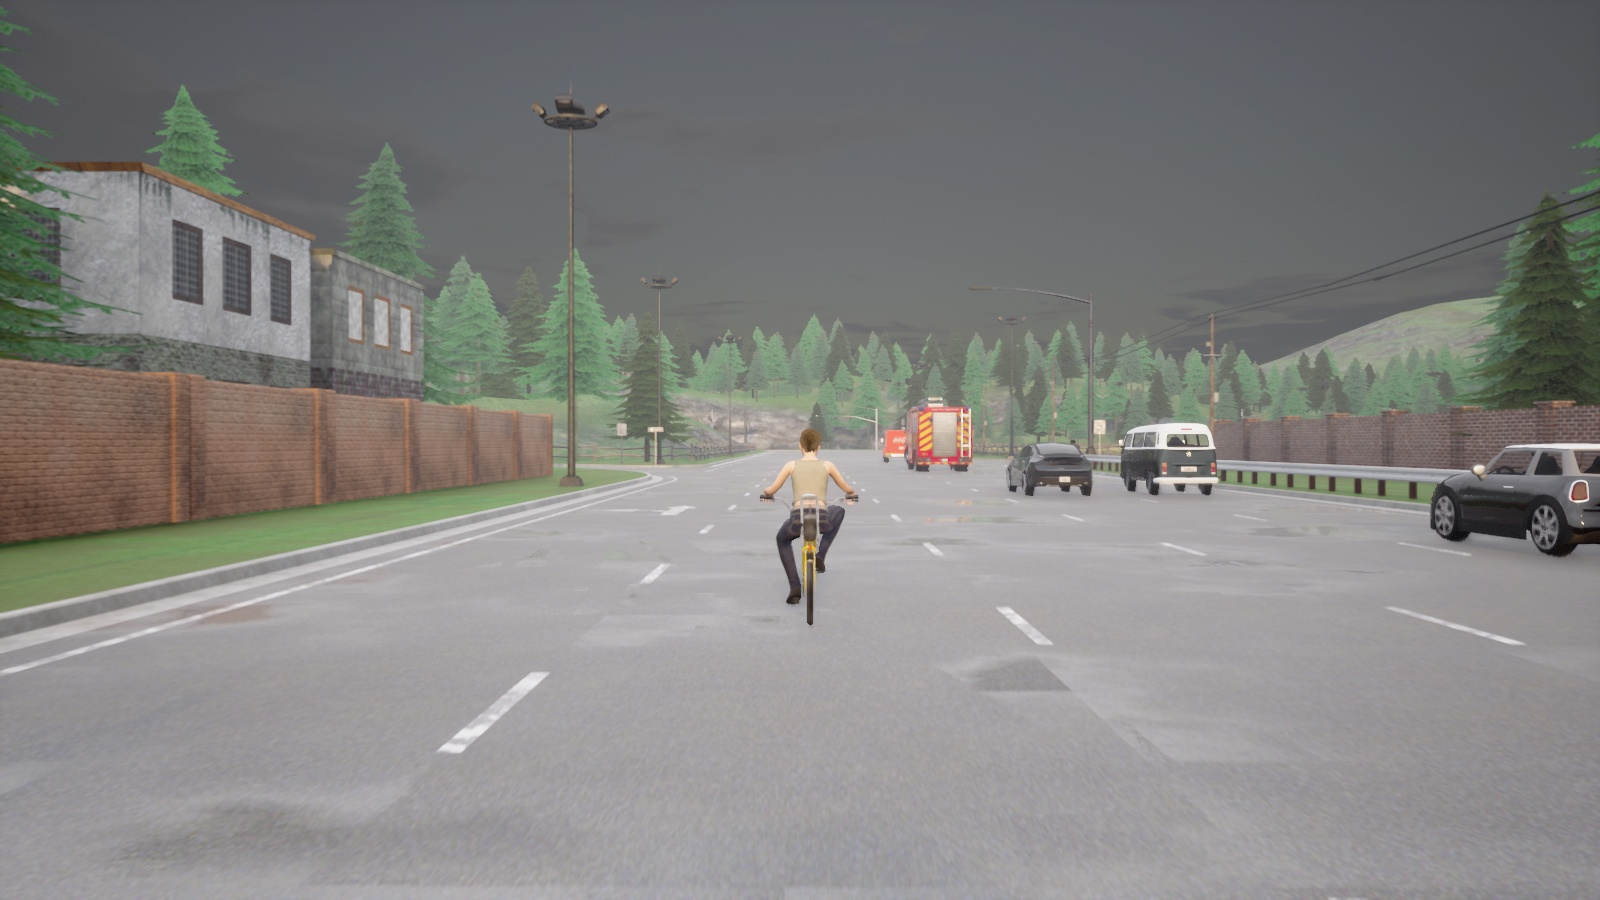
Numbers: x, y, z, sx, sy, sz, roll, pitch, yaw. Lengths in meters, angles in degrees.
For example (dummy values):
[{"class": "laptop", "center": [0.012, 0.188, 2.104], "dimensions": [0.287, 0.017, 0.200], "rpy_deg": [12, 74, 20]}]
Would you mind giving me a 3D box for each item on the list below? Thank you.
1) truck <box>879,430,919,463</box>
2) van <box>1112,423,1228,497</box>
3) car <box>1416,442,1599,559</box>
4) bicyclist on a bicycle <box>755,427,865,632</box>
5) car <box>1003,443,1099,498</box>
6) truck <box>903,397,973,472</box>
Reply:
[{"class": "truck", "center": [7.560, -0.273, 96.355], "dimensions": [2.627, 2.467, 5.204], "rpy_deg": [0, 1, 0]}, {"class": "van", "center": [10.723, 0.272, 36.735], "dimensions": [2.069, 2.038, 4.480], "rpy_deg": [0, 0, 0]}, {"class": "car", "center": [10.616, 0.621, 17.729], "dimensions": [1.970, 1.475, 3.806], "rpy_deg": [0, 0, 0]}, {"class": "bicyclist on a bicycle", "center": [0.081, 0.623, 10.667], "dimensions": [0.866, 1.612, 1.509], "rpy_deg": [0, 0, 0]}, {"class": "car", "center": [7.222, 0.551, 36.628], "dimensions": [1.837, 1.490, 4.892], "rpy_deg": [0, 0, 0]}, {"class": "truck", "center": [7.403, -0.797, 68.387], "dimensions": [2.891, 3.827, 8.468], "rpy_deg": [0, 0, 0]}]
